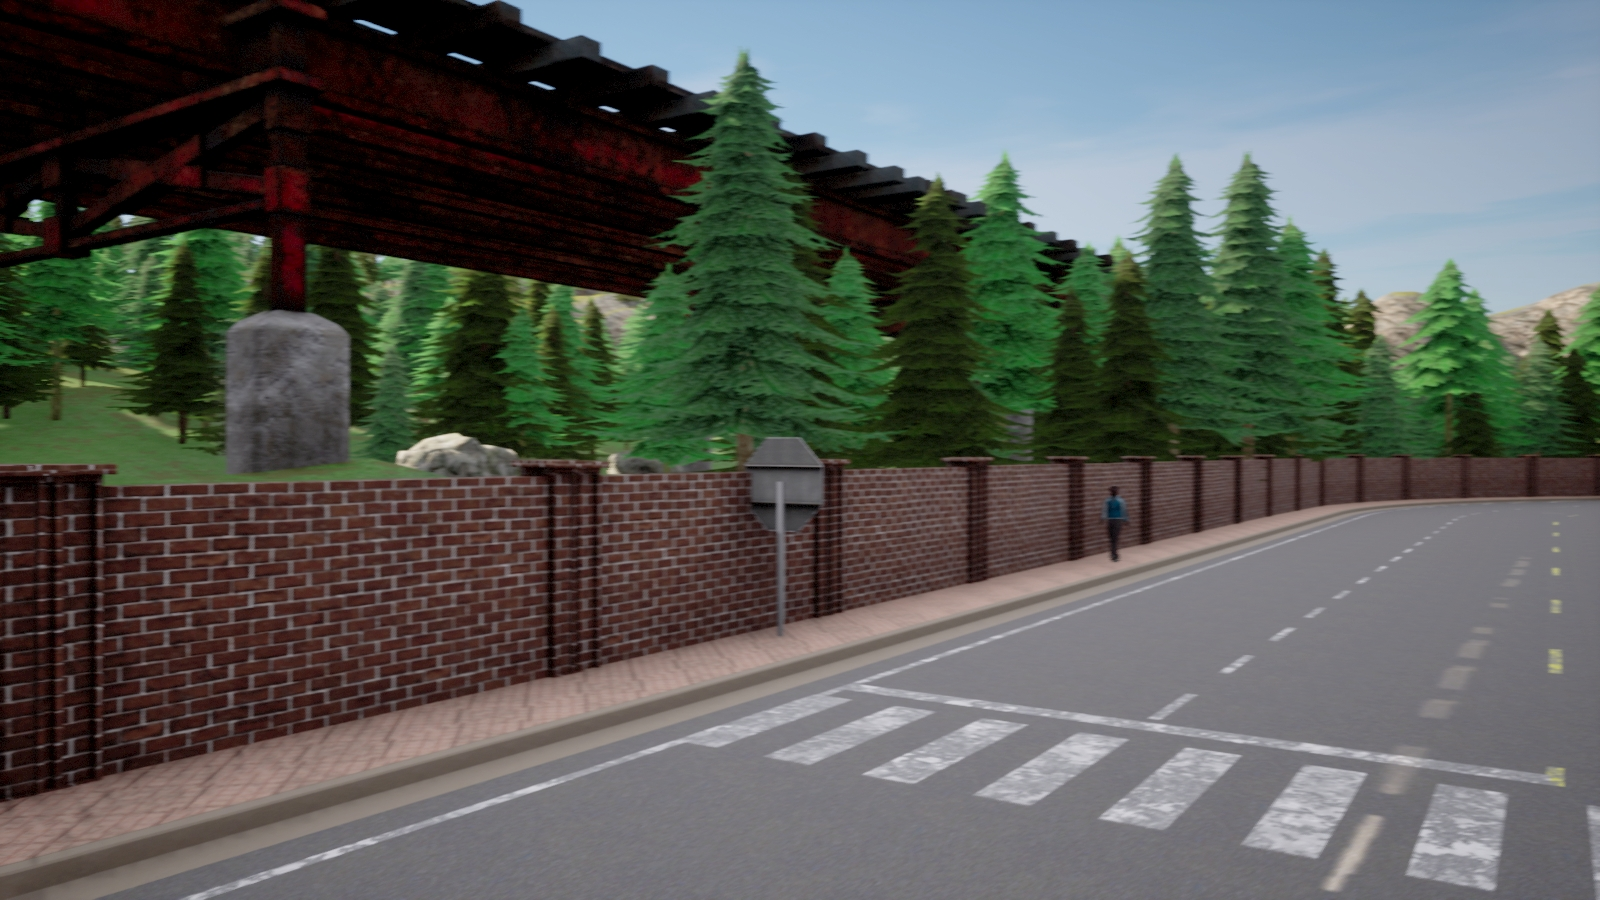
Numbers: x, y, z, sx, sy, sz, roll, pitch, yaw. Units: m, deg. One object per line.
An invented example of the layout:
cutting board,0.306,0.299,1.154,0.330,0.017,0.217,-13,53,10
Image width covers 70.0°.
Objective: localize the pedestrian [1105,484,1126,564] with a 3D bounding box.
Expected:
pedestrian,7.405,1.724,26.787,0.375,1.860,0.375,0,0,31
